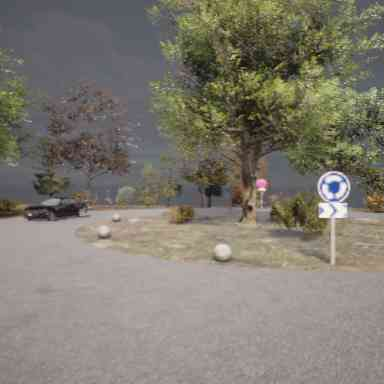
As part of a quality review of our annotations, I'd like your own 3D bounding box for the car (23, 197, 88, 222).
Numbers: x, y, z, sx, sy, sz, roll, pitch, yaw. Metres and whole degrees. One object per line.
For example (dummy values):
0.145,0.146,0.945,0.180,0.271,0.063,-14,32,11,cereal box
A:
-9.328,1.113,23.099,1.882,1.535,5.008,0,1,18,car
